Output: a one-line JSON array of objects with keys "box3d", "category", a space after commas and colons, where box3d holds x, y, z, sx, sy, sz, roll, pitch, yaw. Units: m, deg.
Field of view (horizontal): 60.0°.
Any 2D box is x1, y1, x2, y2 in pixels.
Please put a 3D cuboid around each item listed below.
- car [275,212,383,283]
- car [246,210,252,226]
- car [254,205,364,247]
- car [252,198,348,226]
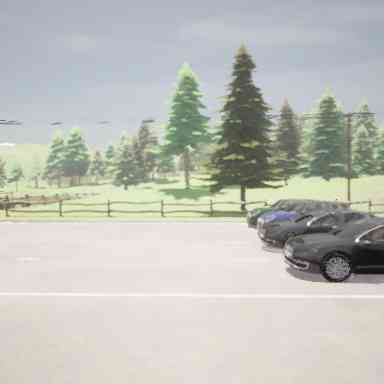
[{"box3d": [4.943, 1.421, 8.758, 4.892, 1.490, 1.837, 0, 1, 1], "category": "car"}, {"box3d": [5.464, 1.166, 19.247, 4.553, 1.767, 2.097, 0, 1, 1], "category": "car"}, {"box3d": [5.001, 1.387, 12.257, 4.892, 1.490, 1.837, 0, 1, 1], "category": "car"}, {"box3d": [5.400, 1.200, 15.748, 4.553, 1.767, 2.097, 0, 1, 1], "category": "car"}]
